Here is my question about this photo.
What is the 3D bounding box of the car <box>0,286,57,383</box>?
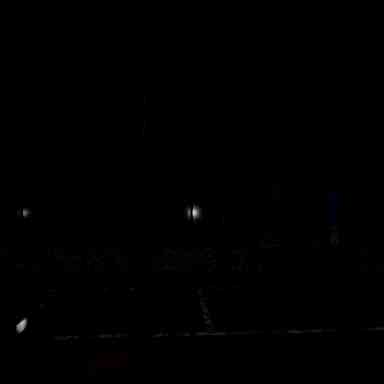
[{"bbox_3d":[-4.405,1.547,3.577,5.357,1.411,2.033,0,0,-4],"label":"car"}]
